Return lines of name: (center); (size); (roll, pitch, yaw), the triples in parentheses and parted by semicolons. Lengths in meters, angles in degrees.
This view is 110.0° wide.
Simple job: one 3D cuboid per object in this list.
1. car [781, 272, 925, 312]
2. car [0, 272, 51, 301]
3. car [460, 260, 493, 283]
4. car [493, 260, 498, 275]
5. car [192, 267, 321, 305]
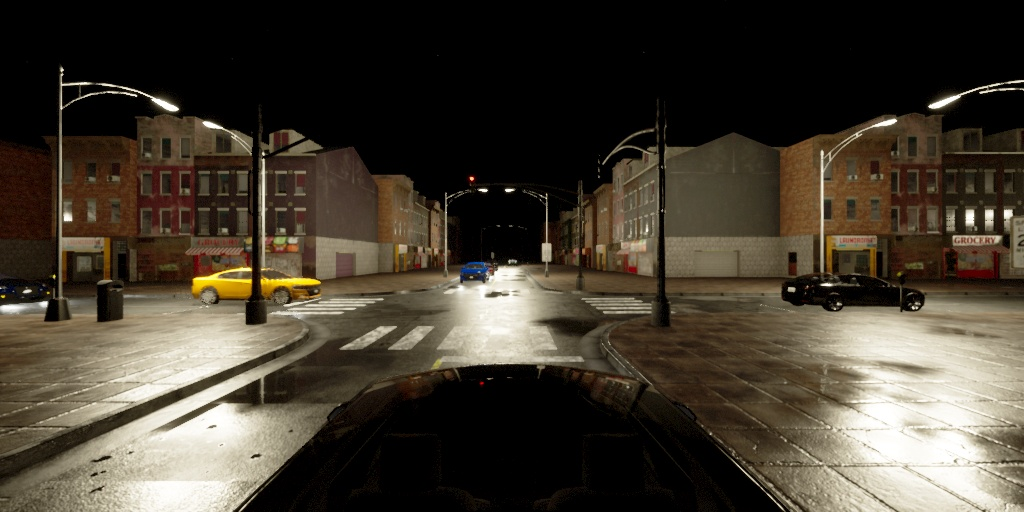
car: (12.359, 1.265, 13.176); (4.313, 1.339, 1.948); (0, 0, 0)
car: (-23.289, 1.385, 15.760); (4.181, 1.385, 1.994); (0, 0, 0)
car: (-2.822, 1.235, 27.920); (1.882, 1.535, 5.008); (0, 0, 1)
car: (-2.832, 1.328, 37.871); (1.994, 1.385, 4.181); (0, 0, 0)
car: (-10.985, 1.256, 15.609); (5.008, 1.535, 1.882); (0, 0, 2)
